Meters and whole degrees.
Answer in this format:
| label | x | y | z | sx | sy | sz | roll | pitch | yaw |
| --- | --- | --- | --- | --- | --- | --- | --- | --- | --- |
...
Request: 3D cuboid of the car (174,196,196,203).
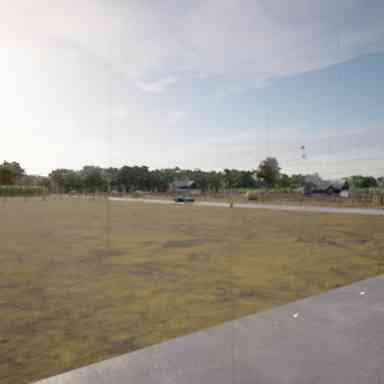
| label | x | y | z | sx | sy | sz | roll | pitch | yaw |
| --- | --- | --- | --- | --- | --- | --- | --- | --- | --- |
| car | -1.365 | 1.421 | 62.286 | 1.895 | 1.301 | 4.718 | -2 | 1 | -35 |
